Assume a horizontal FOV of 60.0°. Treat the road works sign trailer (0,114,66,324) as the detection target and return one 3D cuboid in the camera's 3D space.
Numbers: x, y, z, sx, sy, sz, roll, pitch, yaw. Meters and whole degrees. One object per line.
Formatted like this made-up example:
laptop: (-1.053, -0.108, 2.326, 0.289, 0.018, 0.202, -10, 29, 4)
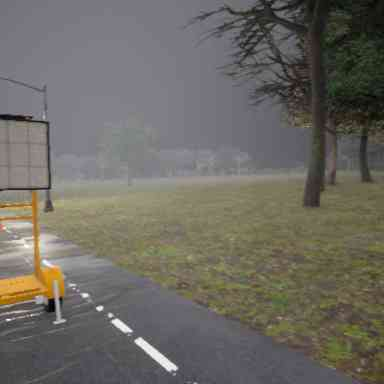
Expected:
road works sign trailer: (-3.841, 0.388, 5.981, 2.380, 3.560, 2.880, -3, 2, -35)
